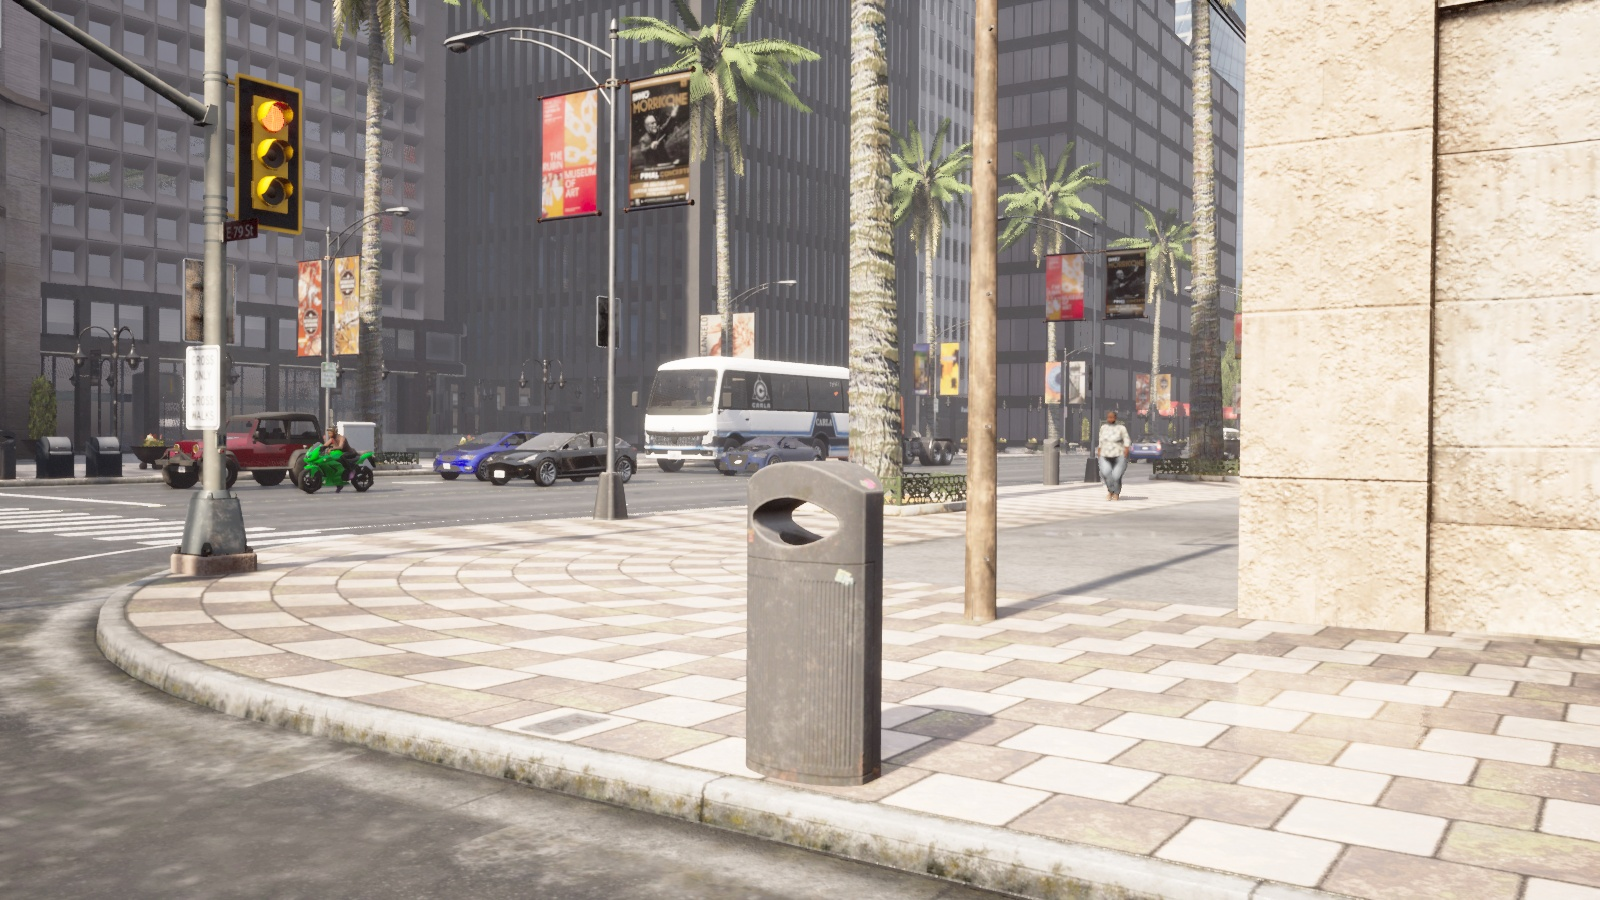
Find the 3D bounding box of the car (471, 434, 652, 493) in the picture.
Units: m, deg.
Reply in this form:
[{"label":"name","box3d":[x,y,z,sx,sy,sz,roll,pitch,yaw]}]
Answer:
[{"label":"car","box3d":[-6.506,0.315,34.783,2.163,1.488,4.792,0,1,33]}]

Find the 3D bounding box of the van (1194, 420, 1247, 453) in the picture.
[{"label":"van","box3d":[26.195,-0.849,78.124,2.069,2.038,4.480,0,1,33]}]

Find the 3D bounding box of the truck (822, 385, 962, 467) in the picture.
[{"label":"truck","box3d":[4.364,-1.074,57.412,2.891,3.462,7.936,0,1,33]}]

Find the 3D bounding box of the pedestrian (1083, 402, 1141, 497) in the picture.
[{"label":"pedestrian","box3d":[6.285,-0.014,25.308,0.874,1.855,0.900,0,1,33]}]

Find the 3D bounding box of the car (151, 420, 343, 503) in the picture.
[{"label":"car","box3d":[-13.428,0.230,30.680,1.905,1.878,3.866,0,1,34]}]

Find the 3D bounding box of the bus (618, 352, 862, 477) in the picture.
[{"label":"bus","box3d":[-1.975,-1.281,47.871,3.944,4.253,10.273,0,1,34]}]

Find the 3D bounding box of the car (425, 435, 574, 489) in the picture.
[{"label":"car","box3d":[-8.902,0.314,37.493,1.816,1.474,4.193,0,1,34]}]

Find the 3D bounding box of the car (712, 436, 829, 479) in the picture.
[{"label":"car","box3d":[-0.953,0.215,43.117,1.994,1.385,4.181,0,1,33]}]

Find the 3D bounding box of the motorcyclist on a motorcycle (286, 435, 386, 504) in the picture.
[{"label":"motorcyclist on a motorcycle","box3d":[-10.567,0.418,28.681,0.797,1.523,2.044,0,1,34]}]

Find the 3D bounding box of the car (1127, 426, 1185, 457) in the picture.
[{"label":"car","box3d":[19.080,-0.460,67.190,1.851,1.617,3.988,0,1,33]}]
